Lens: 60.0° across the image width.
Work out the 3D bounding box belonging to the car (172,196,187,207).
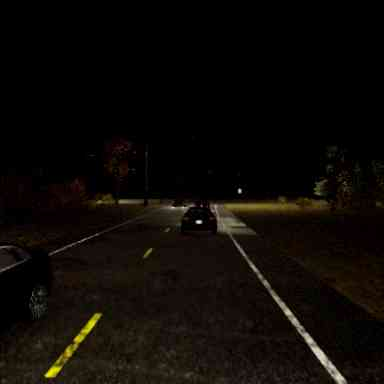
[{"bbox_3d":[-1.811,1.442,48.990,1.837,1.490,4.892,0,0,4],"label":"car"}]

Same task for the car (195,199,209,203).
[{"bbox_3d":[1.122,1.517,36.968,2.033,1.411,5.357,0,0,3],"label":"car"}]

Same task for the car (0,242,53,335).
[{"bbox_3d":[-3.557,1.490,4.380,2.128,1.511,4.902,0,0,0],"label":"car"}]

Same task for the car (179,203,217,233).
[{"bbox_3d":[0.428,1.557,19.636,1.994,1.385,4.181,0,0,2],"label":"car"}]
